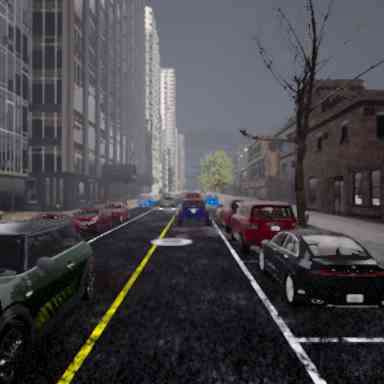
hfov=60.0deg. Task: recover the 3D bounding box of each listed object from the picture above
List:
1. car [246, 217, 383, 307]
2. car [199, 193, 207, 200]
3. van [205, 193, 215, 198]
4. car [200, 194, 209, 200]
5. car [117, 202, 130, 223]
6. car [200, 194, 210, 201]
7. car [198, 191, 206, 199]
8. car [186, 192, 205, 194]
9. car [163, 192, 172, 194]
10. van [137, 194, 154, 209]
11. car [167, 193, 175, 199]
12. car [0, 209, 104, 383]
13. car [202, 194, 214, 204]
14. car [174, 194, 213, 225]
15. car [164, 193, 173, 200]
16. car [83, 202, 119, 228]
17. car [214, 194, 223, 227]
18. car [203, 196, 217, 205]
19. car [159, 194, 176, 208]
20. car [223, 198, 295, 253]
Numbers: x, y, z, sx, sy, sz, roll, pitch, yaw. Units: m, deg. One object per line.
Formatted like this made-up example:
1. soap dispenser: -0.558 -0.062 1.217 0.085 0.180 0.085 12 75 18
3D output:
1. car: 2.700 1.515 7.686 2.008 1.369 4.403 1 0 0
2. car: 2.703 1.064 79.959 1.752 1.417 4.829 1 0 0
3. van: 2.704 1.094 46.511 1.690 1.788 3.998 1 0 0
4. car: 2.702 1.159 74.243 1.802 1.307 4.206 1 0 0
5. car: -5.680 1.425 24.326 1.887 1.381 4.507 1 0 0
6. car: 2.702 1.158 68.698 1.887 1.381 4.507 1 0 0
7. car: 2.706 0.778 90.879 2.192 1.841 5.009 1 0 0
8. car: 0.100 1.006 41.477 2.150 2.045 5.566 0 1 0
9. car: -5.679 1.196 68.696 1.802 1.307 4.206 1 0 0
10. van: -5.676 1.127 40.964 1.690 1.788 3.998 1 0 0
11. car: -5.678 0.990 90.708 1.752 1.417 4.829 1 0 0
12. car: -3.090 1.328 5.223 2.097 1.767 4.553 0 0 0
13. car: 2.703 1.125 57.604 1.967 1.590 4.097 1 0 0
14. car: 0.099 1.237 23.245 2.097 1.767 4.553 0 0 0
15. car: -5.678 1.066 79.617 1.752 1.417 4.829 1 0 0
16. car: -5.680 1.492 18.780 1.802 1.307 4.206 1 0 0
17. car: 2.704 1.224 18.779 2.192 1.841 5.009 1 0 0
18. car: 2.701 1.285 52.059 1.947 1.339 4.313 1 0 0
19. car: -3.087 1.300 43.022 1.812 1.442 4.674 0 1 0
20. car: 2.703 1.252 13.230 2.192 1.841 5.009 1 0 0
